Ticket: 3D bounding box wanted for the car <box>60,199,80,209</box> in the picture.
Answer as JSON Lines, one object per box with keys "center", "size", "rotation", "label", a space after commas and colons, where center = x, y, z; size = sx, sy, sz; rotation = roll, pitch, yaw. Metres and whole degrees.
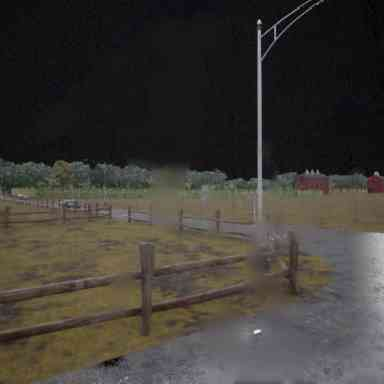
{"center": [-18.424, 1.768, 50.152], "size": [2.033, 1.411, 5.357], "rotation": [-1, 1, -35], "label": "car"}
